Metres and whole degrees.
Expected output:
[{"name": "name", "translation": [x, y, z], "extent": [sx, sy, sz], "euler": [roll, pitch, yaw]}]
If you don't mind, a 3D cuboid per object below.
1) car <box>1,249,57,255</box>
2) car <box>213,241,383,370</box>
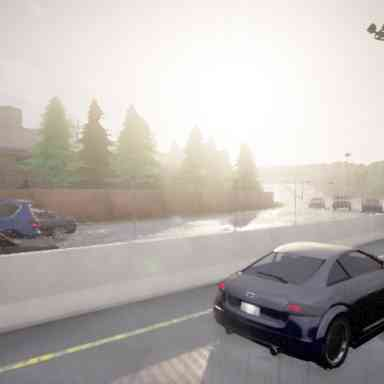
[{"name": "car", "translation": [-6.020, 1.645, 8.390], "extent": [4.718, 1.301, 1.895], "euler": [0, 0, -36]}, {"name": "car", "translation": [2.372, 1.590, 5.854], "extent": [4.181, 1.385, 1.994], "euler": [0, 0, -39]}]
